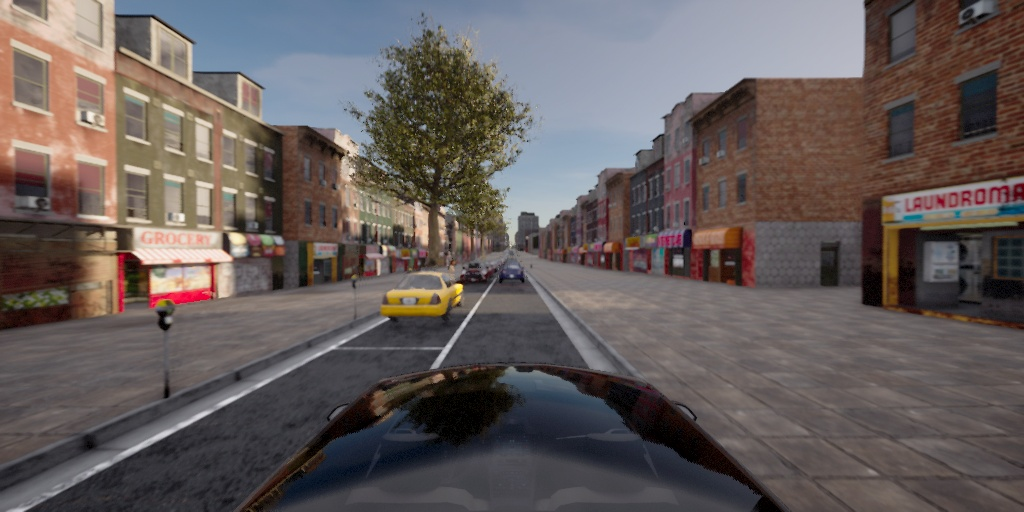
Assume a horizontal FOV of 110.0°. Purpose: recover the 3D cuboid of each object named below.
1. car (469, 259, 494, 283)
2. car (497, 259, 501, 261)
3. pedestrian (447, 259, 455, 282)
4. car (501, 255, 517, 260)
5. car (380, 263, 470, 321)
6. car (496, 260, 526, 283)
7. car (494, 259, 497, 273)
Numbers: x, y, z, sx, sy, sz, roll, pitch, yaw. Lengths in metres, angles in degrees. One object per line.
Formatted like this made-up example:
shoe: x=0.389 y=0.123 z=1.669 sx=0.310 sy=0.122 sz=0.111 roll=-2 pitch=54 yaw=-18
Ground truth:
car: x=-2.648 y=1.136 z=26.748 sx=1.967 sy=1.591 sz=4.097 roll=0 pitch=0 yaw=0
car: x=-2.655 y=1.320 z=43.340 sx=1.802 sy=1.307 sz=4.207 roll=0 pitch=0 yaw=0
pedestrian: x=-2.600 y=0.998 z=15.164 sx=0.375 sy=1.860 sz=0.375 roll=1 pitch=1 yaw=0
car: x=-0.006 y=1.126 z=46.613 sx=2.097 sy=1.767 sz=4.553 roll=0 pitch=0 yaw=0
car: x=-2.754 y=1.167 z=12.178 sx=1.801 sy=1.575 sz=5.366 roll=0 pitch=0 yaw=0
car: x=0.001 y=1.235 z=27.545 sx=1.812 sy=1.442 sz=4.674 roll=0 pitch=0 yaw=0
car: x=-2.650 y=1.143 z=32.279 sx=1.967 sy=1.591 sz=4.097 roll=0 pitch=0 yaw=0
